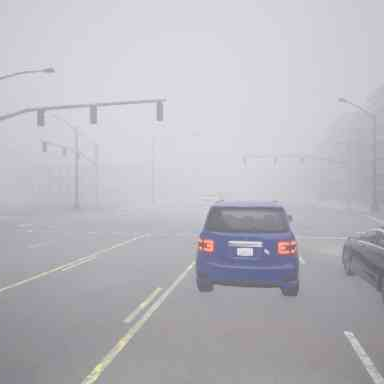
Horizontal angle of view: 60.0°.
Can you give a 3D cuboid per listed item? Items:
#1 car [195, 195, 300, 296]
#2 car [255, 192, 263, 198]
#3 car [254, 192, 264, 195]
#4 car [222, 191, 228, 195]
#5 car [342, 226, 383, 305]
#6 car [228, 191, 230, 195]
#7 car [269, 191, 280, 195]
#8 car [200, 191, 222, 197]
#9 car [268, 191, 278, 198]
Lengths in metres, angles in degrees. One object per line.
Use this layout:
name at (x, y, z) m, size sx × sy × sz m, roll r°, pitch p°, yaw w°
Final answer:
car at (1.507, 1.221, 8.903) m, size 2.150 × 2.045 × 5.566 m, roll 0°, pitch 0°, yaw 11°
car at (17.170, 0.755, 85.272) m, size 1.994 × 1.385 × 4.181 m, roll 0°, pitch 1°, yaw 11°
car at (15.223, 0.860, 75.415) m, size 1.837 × 1.490 × 4.892 m, roll 0°, pitch 1°, yaw 11°
car at (4.492, 0.926, 57.643) m, size 2.150 × 2.045 × 5.566 m, roll 0°, pitch 1°, yaw 11°
car at (4.775, 1.492, 7.383) m, size 2.128 × 1.511 × 4.902 m, roll 0°, pitch 0°, yaw 11°
car at (6.588, 0.741, 67.884) m, size 2.150 × 2.045 × 5.566 m, roll 0°, pitch 1°, yaw 12°
car at (18.702, 0.881, 74.961) m, size 2.128 × 1.511 × 4.902 m, roll 0°, pitch 1°, yaw 11°
car at (2.470, 1.079, 47.455) m, size 2.150 × 2.045 × 5.566 m, roll 0°, pitch 1°, yaw 11°
car at (20.677, 0.552, 84.966) m, size 2.097 × 1.767 × 4.553 m, roll 0°, pitch 1°, yaw 11°
